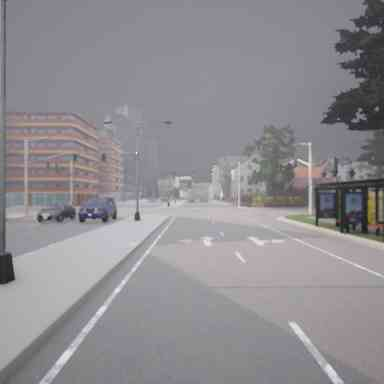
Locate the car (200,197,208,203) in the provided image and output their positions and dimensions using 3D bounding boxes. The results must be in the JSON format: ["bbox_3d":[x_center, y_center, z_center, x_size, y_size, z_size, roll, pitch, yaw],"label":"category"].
[{"bbox_3d":[3.487,2.360,90.860,2.033,1.411,5.357,0,-1,0],"label":"car"}]

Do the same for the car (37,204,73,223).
[{"bbox_3d":[-11.507,1.761,28.534,2.128,1.511,4.902,0,-1,0],"label":"car"}]

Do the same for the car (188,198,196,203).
[{"bbox_3d":[-0.013,2.352,91.276,1.812,1.442,4.674,0,-1,0],"label":"car"}]

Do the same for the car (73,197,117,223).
[{"bbox_3d":[-8.005,1.475,28.803,2.150,2.045,5.566,0,-1,0],"label":"car"}]
